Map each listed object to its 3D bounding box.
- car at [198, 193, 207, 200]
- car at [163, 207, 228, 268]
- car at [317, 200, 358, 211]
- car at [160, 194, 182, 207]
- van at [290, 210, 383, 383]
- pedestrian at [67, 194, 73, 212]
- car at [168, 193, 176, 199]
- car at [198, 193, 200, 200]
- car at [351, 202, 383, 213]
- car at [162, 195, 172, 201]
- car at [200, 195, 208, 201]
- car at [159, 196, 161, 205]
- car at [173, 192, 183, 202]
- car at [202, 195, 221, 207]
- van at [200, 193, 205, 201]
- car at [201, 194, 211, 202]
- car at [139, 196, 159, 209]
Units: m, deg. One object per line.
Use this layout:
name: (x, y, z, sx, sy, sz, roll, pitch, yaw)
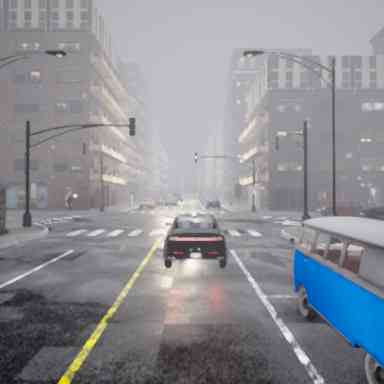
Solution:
car: (2.719, 1.126, 87.768, 2.192, 1.841, 5.009, 1, 0, 0)
car: (0.102, 1.464, 11.166, 2.128, 1.511, 4.902, 0, 0, 0)
car: (13.646, 1.529, 30.812, 4.097, 1.590, 1.967, 0, -1, 1)
car: (-3.073, 1.436, 49.714, 2.033, 1.411, 5.357, 0, 0, 0)
van: (2.675, 1.330, 4.681, 1.690, 1.788, 3.998, 1, 0, 0)
pedestrian: (-12.534, 1.130, 34.071, 0.375, 1.860, 0.375, 0, -1, 1)
car: (-5.663, 1.240, 93.412, 1.967, 1.590, 4.097, 1, 0, 0)
car: (2.713, 1.370, 71.011, 1.752, 1.417, 4.829, 1, 0, 0)
car: (13.541, 1.525, 22.430, 4.313, 1.339, 1.947, 0, -1, 1)
car: (-5.666, 1.378, 76.485, 1.887, 1.381, 4.507, 1, 0, 0)
car: (2.713, 1.415, 76.483, 1.802, 1.307, 4.206, 1, 0, 0)
car: (-5.668, 1.320, 53.914, 1.967, 1.590, 4.097, 1, 0, 0)
car: (-3.000, 1.072, 65.959, 2.150, 2.045, 5.566, 0, 1, 0)
car: (2.709, 1.470, 42.628, 1.947, 1.339, 4.313, 1, 0, 0)
van: (2.715, 1.209, 59.555, 1.690, 1.788, 3.998, 1, 0, 0)
car: (2.709, 1.443, 48.271, 2.008, 1.369, 4.403, 1, 0, 0)
car: (-5.670, 1.430, 42.459, 1.752, 1.417, 4.829, 1, 0, 0)
